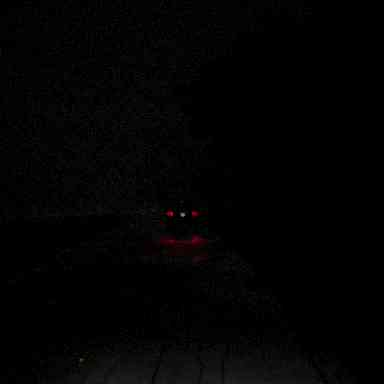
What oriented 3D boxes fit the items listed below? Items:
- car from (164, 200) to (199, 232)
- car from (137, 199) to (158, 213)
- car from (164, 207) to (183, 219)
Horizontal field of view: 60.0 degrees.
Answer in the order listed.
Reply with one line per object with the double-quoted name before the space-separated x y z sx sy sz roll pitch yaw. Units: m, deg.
"car" -0.756 1.620 23.471 2.150 2.045 5.566 0 -2 -4
"car" -5.296 1.842 40.012 2.150 2.045 5.566 0 -2 -6
"car" -2.386 2.590 41.633 2.033 1.411 5.357 0 -2 -7
